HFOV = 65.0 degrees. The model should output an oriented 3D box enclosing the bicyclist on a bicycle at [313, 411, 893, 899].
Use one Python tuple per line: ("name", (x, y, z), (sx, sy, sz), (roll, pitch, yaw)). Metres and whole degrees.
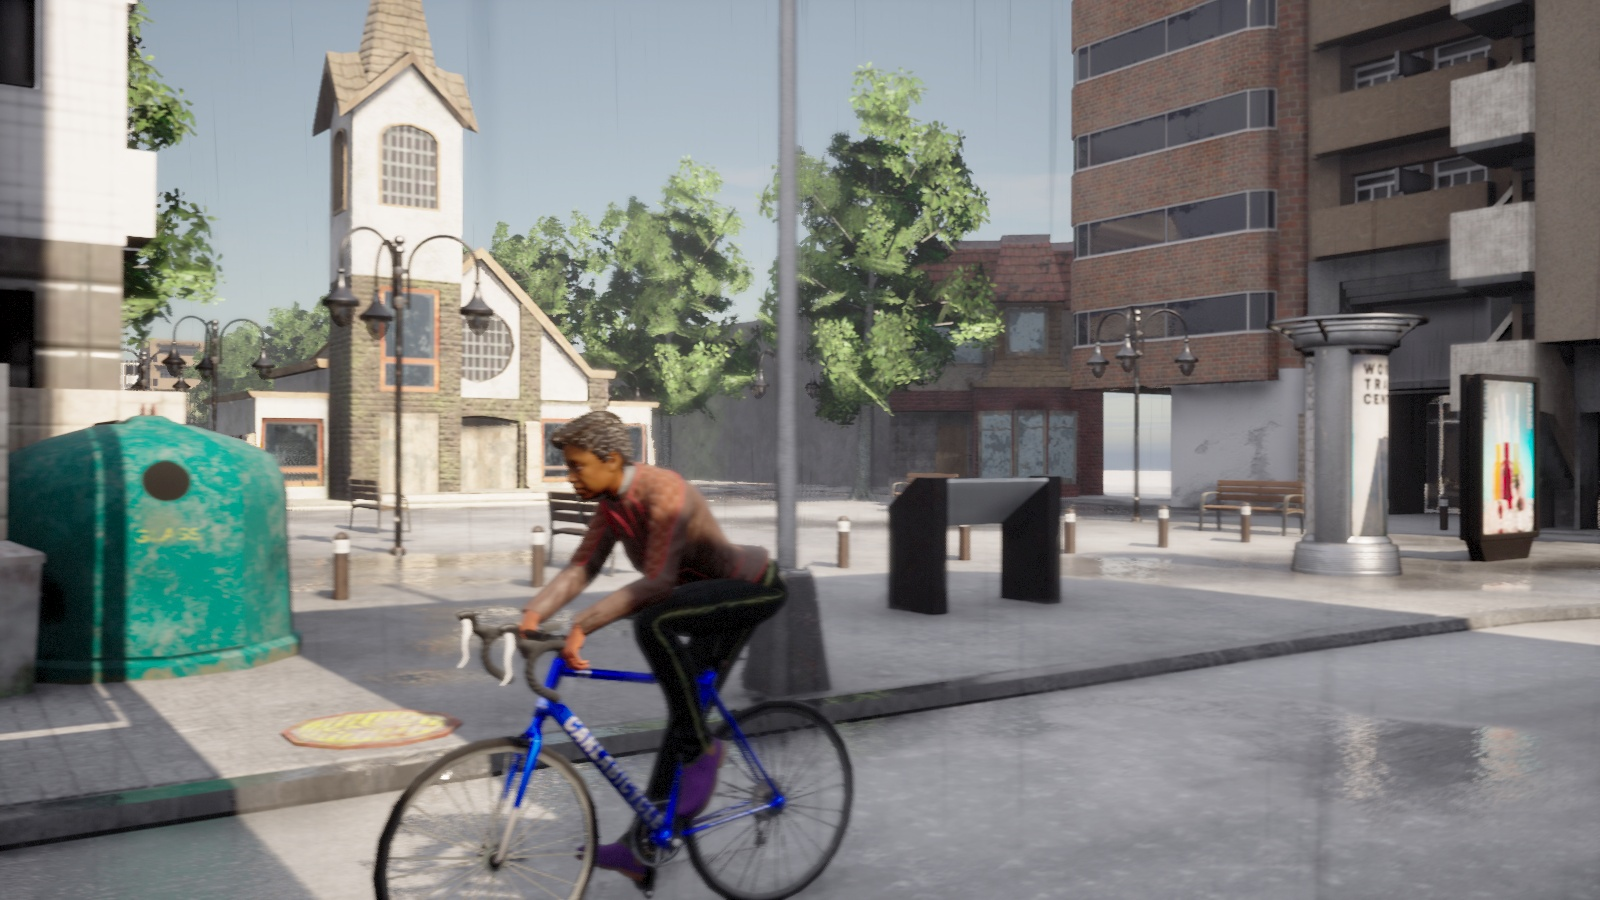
("bicyclist on a bicycle", (-0.551, 0.708, 3.847), (1.656, 1.620, 0.582), (0, 0, -34))
